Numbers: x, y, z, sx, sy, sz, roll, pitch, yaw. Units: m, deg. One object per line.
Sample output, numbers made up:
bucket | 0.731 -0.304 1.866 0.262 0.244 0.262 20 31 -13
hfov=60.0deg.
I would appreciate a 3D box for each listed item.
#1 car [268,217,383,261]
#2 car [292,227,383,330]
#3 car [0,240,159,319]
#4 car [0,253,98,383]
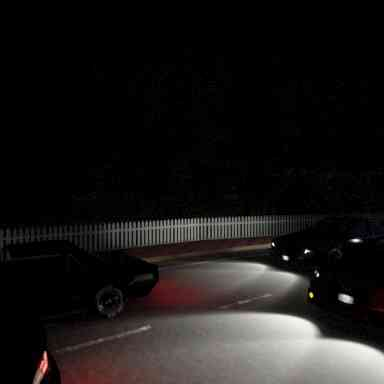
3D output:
car | 5.130 1.547 10.952 5.357 1.411 2.033 0 0 -26
car | 4.238 1.564 6.432 4.181 1.385 1.994 0 0 -30
car | -3.071 1.601 5.871 4.718 1.301 1.895 0 0 -34
car | -3.228 1.492 1.564 4.902 1.511 2.128 0 0 -35
